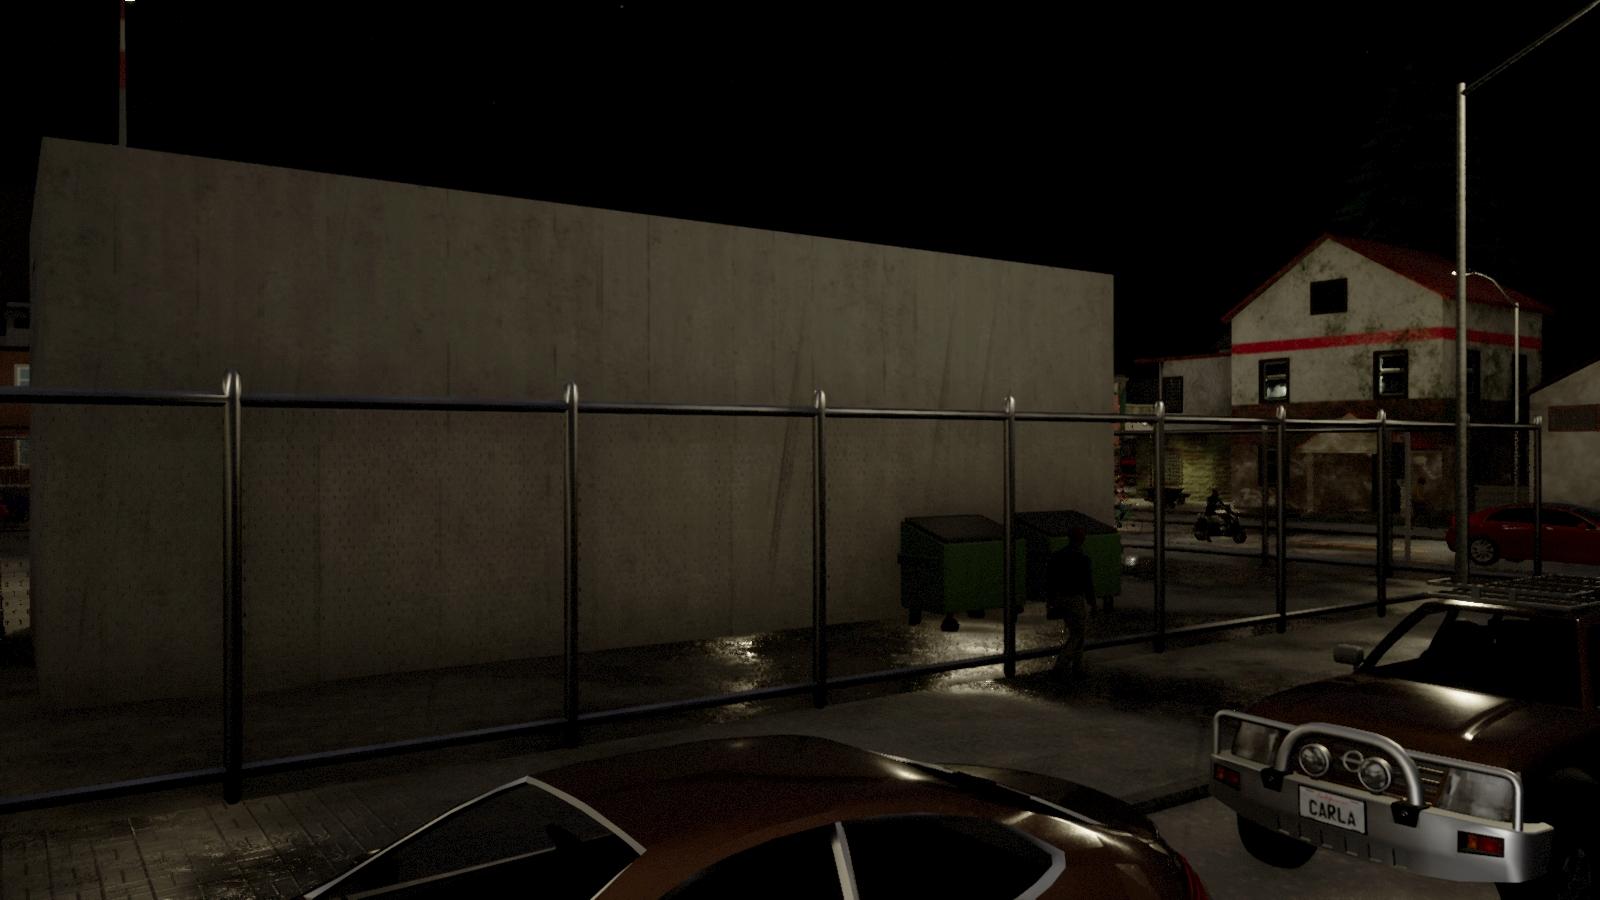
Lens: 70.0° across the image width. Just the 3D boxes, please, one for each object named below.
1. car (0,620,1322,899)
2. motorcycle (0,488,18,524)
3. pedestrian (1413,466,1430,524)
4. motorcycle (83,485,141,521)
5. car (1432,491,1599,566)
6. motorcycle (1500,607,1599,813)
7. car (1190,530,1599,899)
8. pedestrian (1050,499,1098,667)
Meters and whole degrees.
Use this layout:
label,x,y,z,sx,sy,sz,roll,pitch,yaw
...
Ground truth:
label,x,y,z,sx,sy,sz,roll,pitch,yaw
car,-0.620,1.766,3.954,5.027,1.651,2.152,0,0,-35
motorcycle,-28.399,1.960,39.881,1.805,1.236,0.856,0,0,-35
pedestrian,20.136,1.447,37.021,0.375,1.860,0.375,0,0,-37
motorcycle,-25.352,1.953,42.100,1.805,1.236,0.856,0,0,-34
car,17.679,1.779,26.399,2.231,1.480,4.892,0,0,-35
motorcycle,6.255,1.939,8.768,1.805,1.236,0.856,0,0,-35
car,4.947,1.624,7.838,4.605,1.855,1.932,0,0,-35
pedestrian,3.129,1.502,13.063,0.375,1.860,0.375,0,0,-36
